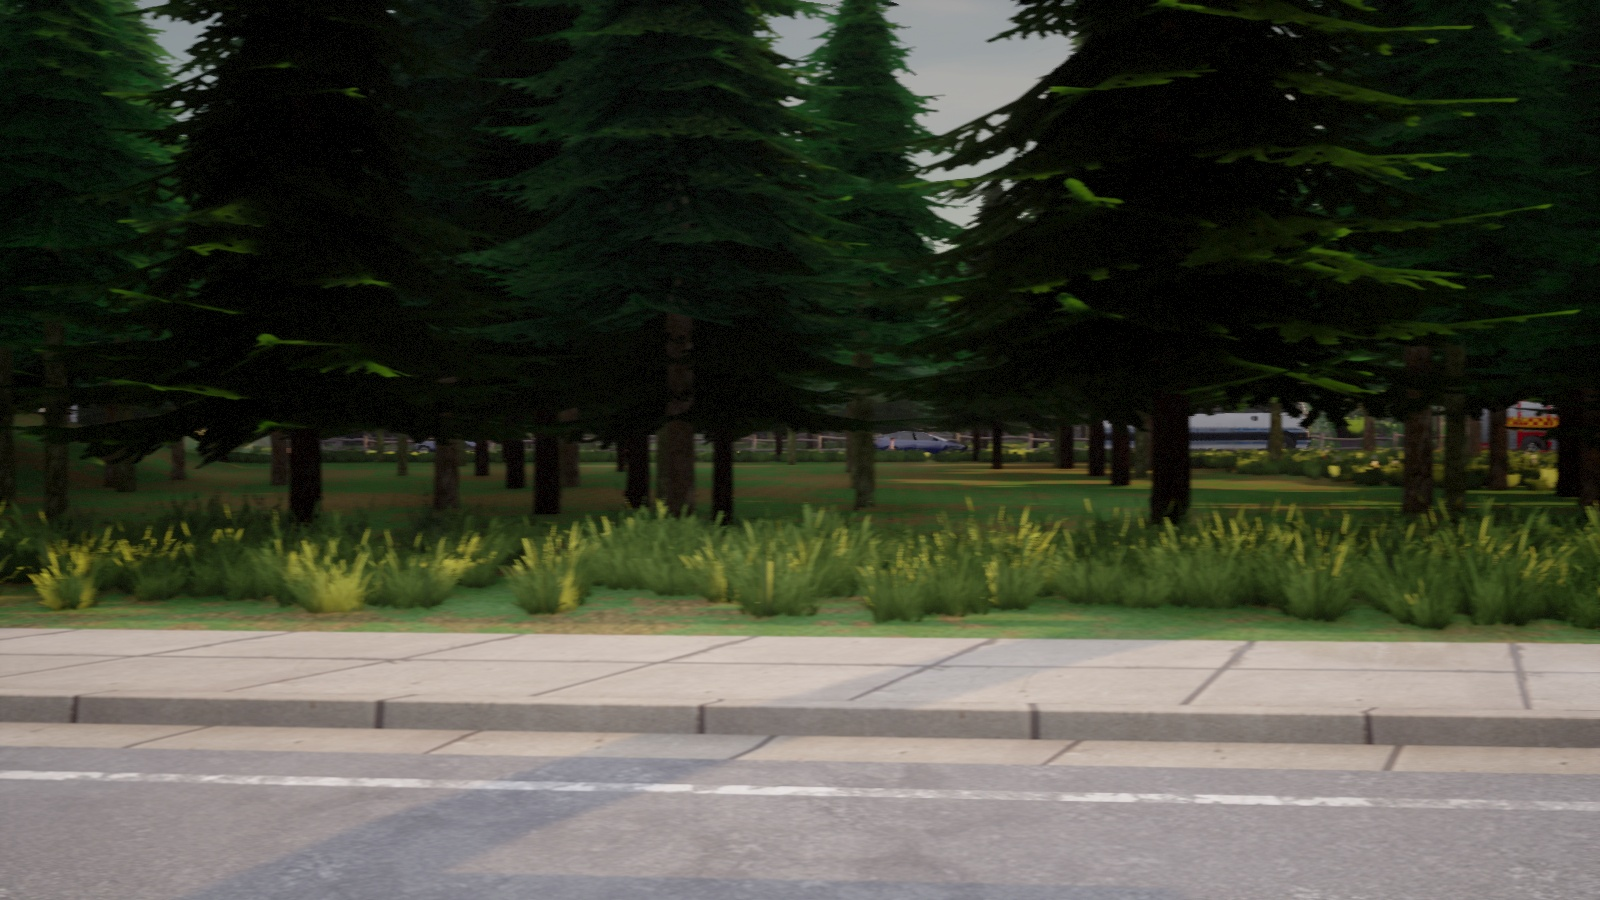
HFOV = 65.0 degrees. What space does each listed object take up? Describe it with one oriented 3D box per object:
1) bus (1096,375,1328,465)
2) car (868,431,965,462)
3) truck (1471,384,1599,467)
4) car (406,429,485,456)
[{"bbox_3d":[20.033,-1.494,61.787,10.273,4.253,3.944,0,1,8],"label":"bus"},{"bbox_3d":[5.921,-0.189,63.516,4.792,1.488,2.163,0,1,6],"label":"car"},{"bbox_3d":[36.831,-1.169,59.418,8.468,3.827,2.891,0,1,8],"label":"truck"},{"bbox_3d":[-19.696,-0.418,69.885,3.806,1.475,1.970,0,1,5],"label":"car"}]
